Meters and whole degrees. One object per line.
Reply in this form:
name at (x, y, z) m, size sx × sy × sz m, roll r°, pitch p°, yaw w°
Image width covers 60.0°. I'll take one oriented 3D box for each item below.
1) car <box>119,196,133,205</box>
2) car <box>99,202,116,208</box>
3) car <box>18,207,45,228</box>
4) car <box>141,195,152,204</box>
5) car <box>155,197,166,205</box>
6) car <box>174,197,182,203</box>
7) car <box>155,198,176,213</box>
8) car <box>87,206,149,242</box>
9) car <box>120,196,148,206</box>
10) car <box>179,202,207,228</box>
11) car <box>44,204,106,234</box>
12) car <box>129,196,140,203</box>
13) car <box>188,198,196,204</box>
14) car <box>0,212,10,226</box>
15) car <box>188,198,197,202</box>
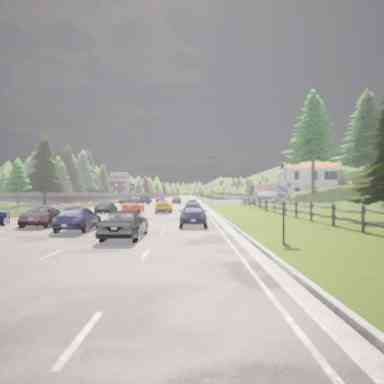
car at (-14.010, 1.838, 71.077) m, size 2.097 × 1.767 × 4.553 m, roll 0°, pitch 0°, yaw 0°
car at (-10.406, 1.842, 40.222) m, size 1.994 × 1.385 × 4.181 m, roll 0°, pitch 0°, yaw 0°
car at (-10.403, 1.726, 23.439) m, size 1.994 × 1.385 × 4.181 m, roll 0°, pitch 0°, yaw 0°
car at (-10.510, 1.745, 75.305) m, size 2.150 × 2.045 × 5.566 m, roll 0°, pitch 0°, yaw 0°
car at (-7.010, 1.991, 74.440) m, size 1.882 × 1.535 × 5.008 m, roll 0°, pitch 0°, yaw 0°
car at (-3.511, 1.884, 76.495) m, size 2.097 × 1.767 × 4.553 m, roll 0°, pitch 0°, yaw 0°
car at (-3.406, 1.762, 41.064) m, size 1.882 × 1.535 × 5.008 m, roll 0°, pitch 0°, yaw 0°
car at (-3.402, 1.665, 16.978) m, size 2.033 × 1.411 × 5.357 m, roll 0°, pitch 0°, yaw 0°
car at (-6.906, 1.623, 39.188) m, size 2.097 × 1.767 × 4.553 m, roll 0°, pitch 0°, yaw 0°
car at (0.082, 1.690, 23.683) m, size 1.812 × 1.442 × 4.674 m, roll 0°, pitch 0°, yaw 0°
car at (-6.917, 1.666, 20.251) m, size 1.812 × 1.442 × 4.674 m, roll 0°, pitch 0°, yaw 0°
car at (-14.011, 1.870, 81.110) m, size 1.882 × 1.535 × 5.008 m, roll 0°, pitch 0°, yaw 0°
car at (-0.011, 2.122, 76.137) m, size 1.895 × 1.301 × 4.718 m, roll 0°, pitch 0°, yaw 0°
car at (-13.904, 1.627, 21.656) m, size 1.882 × 1.535 × 5.008 m, roll 0°, pitch 0°, yaw 0°
car at (0.081, 1.807, 40.568) m, size 1.812 × 1.442 × 4.674 m, roll 0°, pitch 0°, yaw 0°
